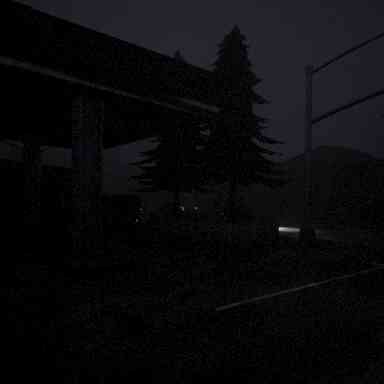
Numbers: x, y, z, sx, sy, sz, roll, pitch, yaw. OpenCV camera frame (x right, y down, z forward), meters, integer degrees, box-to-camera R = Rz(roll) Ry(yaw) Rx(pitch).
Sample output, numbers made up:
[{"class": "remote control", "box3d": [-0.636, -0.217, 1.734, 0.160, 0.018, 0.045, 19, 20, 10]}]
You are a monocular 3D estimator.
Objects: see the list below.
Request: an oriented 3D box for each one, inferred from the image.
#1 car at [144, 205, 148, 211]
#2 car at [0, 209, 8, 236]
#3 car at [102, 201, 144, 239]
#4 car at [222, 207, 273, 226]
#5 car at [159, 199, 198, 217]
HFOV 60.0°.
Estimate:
[{"class": "car", "box3d": [-7.487, 1.664, 41.317, 2.033, 1.411, 5.357, 1, 0, -35]}, {"class": "car", "box3d": [-11.671, 1.520, 18.466, 2.242, 1.667, 4.611, 1, 0, -36]}, {"class": "car", "box3d": [-4.539, 1.446, 18.283, 1.905, 1.878, 3.866, 1, 0, -36]}, {"class": "car", "box3d": [4.080, 1.815, 25.013, 1.994, 1.385, 4.181, 1, 0, -35]}, {"class": "car", "box3d": [-1.339, 1.540, 32.653, 2.097, 1.767, 4.553, 1, 0, -36]}]
